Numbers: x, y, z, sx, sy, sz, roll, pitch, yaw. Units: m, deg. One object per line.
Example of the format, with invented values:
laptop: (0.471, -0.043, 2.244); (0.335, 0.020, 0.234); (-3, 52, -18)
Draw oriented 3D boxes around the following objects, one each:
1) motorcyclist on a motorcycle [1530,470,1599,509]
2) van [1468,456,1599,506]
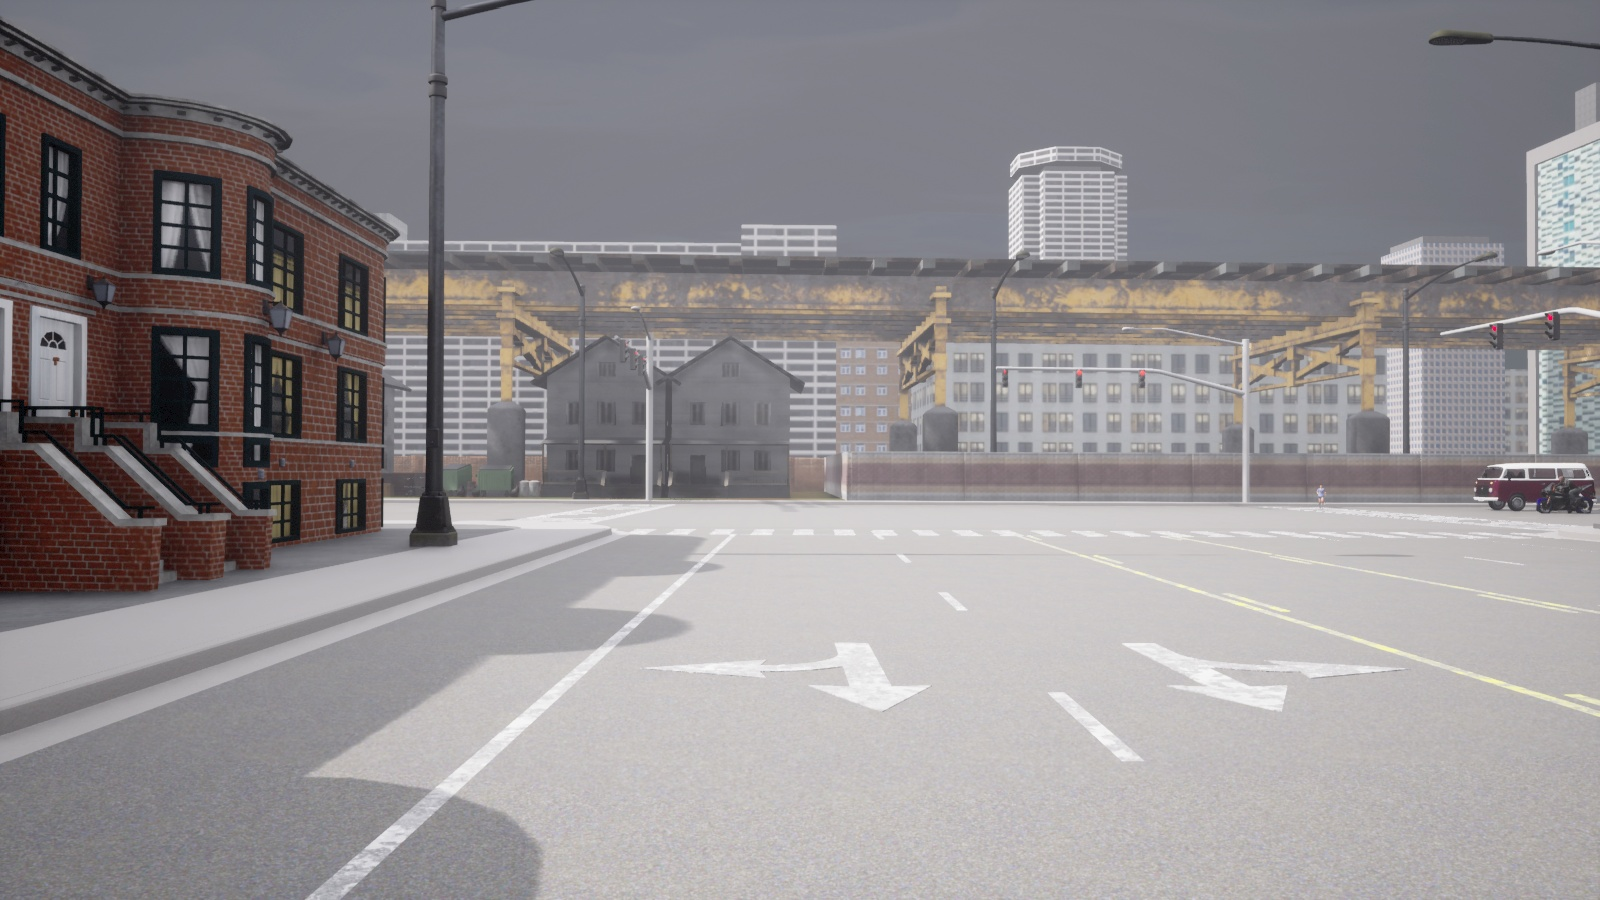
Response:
motorcyclist on a motorcycle: (30.253, 1.561, 49.681); (2.191, 1.530, 0.866); (0, -1, 1)
van: (31.123, 1.305, 53.223); (4.480, 2.038, 2.069); (0, -1, 0)
